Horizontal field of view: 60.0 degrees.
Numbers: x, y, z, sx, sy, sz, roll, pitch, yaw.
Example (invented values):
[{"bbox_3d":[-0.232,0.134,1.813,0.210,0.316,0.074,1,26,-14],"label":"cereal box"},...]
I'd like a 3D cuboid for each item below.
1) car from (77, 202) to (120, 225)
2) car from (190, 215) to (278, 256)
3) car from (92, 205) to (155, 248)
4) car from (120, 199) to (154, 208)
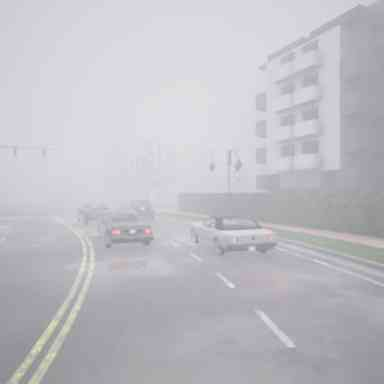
[{"bbox_3d":[-6.990,1.467,23.724,2.128,1.511,4.902,0,0,-27],"label":"car"},{"bbox_3d":[1.347,1.551,12.971,1.895,1.301,4.718,0,0,-16],"label":"car"},{"bbox_3d":[-3.076,1.523,14.800,2.033,1.411,5.357,0,0,-20],"label":"car"},{"bbox_3d":[-4.596,1.303,26.524,2.097,1.767,4.553,0,0,-26],"label":"car"}]
